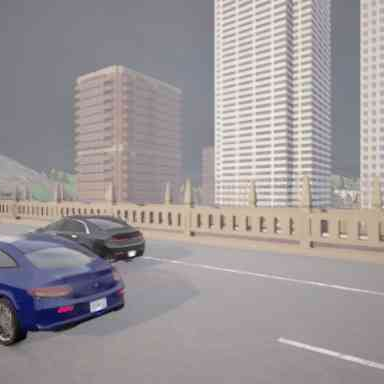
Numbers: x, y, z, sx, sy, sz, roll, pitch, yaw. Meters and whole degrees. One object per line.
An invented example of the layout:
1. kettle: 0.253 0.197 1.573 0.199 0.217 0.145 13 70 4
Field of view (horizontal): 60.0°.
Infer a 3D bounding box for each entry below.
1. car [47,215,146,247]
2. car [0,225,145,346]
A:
1. car: -3.688 1.510 10.919 4.892 1.490 1.837 0 0 35
2. car: -3.278 1.529 6.329 4.674 1.442 1.812 0 0 35
